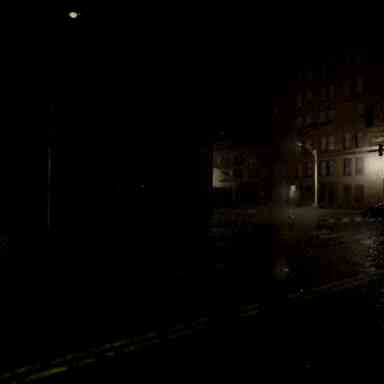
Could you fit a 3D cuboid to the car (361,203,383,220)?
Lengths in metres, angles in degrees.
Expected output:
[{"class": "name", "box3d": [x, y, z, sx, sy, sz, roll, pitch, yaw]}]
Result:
[{"class": "car", "box3d": [15.169, 1.504, 25.222, 2.128, 1.511, 4.902, 2, 0, -16]}]
